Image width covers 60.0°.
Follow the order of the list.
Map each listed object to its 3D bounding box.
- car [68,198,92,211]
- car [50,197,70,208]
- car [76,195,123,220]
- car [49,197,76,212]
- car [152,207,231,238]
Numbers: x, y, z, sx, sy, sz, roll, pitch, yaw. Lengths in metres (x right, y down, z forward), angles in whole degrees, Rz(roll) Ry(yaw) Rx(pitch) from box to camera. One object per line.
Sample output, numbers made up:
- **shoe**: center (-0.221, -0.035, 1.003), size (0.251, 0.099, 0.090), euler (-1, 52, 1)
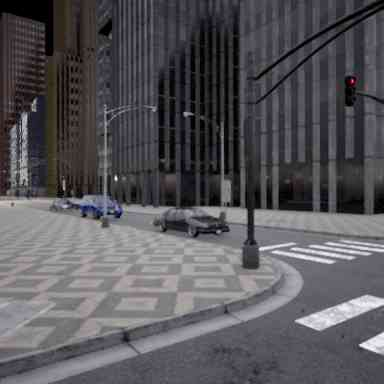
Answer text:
- **car**: center (-15.026, 1.627, 44.488), size (1.812, 1.442, 4.674), euler (0, 0, -35)
- **car**: center (-21.037, 1.605, 52.809), size (1.882, 1.535, 5.008), euler (0, 0, -36)
- **car**: center (-8.116, 1.289, 29.407), size (2.150, 2.045, 5.566), euler (0, 0, -36)
- **car**: center (-16.089, 1.597, 40.624), size (2.128, 1.511, 4.902), euler (0, 0, -35)
- **car**: center (-0.246, 1.573, 18.398), size (2.033, 1.411, 5.357), euler (0, 0, -36)
